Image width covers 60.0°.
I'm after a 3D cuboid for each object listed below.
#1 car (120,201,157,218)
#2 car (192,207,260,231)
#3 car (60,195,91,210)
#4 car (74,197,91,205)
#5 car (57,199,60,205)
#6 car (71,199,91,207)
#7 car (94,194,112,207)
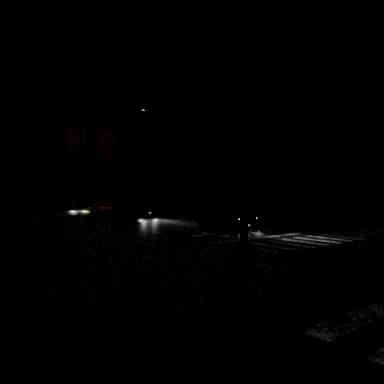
[{"bbox_3d":[-5.123,1.594,31.374,2.128,1.511,4.902,0,0,-36],"label":"car"},{"bbox_3d":[2.062,1.657,21.344,1.895,1.301,4.718,0,0,-36],"label":"car"},{"bbox_3d":[-16.782,1.403,47.771,2.150,2.045,5.566,0,-1,-35],"label":"car"},{"bbox_3d":[-21.798,1.758,66.151,1.837,1.490,4.892,0,0,-36],"label":"car"},{"bbox_3d":[-25.068,1.817,65.134,1.994,1.385,4.181,0,0,-36],"label":"car"},{"bbox_3d":[-18.930,1.817,56.570,1.895,1.301,4.718,0,0,-36],"label":"car"},{"bbox_3d":[-15.847,1.441,57.840,2.150,2.045,5.566,0,0,-35],"label":"car"}]
